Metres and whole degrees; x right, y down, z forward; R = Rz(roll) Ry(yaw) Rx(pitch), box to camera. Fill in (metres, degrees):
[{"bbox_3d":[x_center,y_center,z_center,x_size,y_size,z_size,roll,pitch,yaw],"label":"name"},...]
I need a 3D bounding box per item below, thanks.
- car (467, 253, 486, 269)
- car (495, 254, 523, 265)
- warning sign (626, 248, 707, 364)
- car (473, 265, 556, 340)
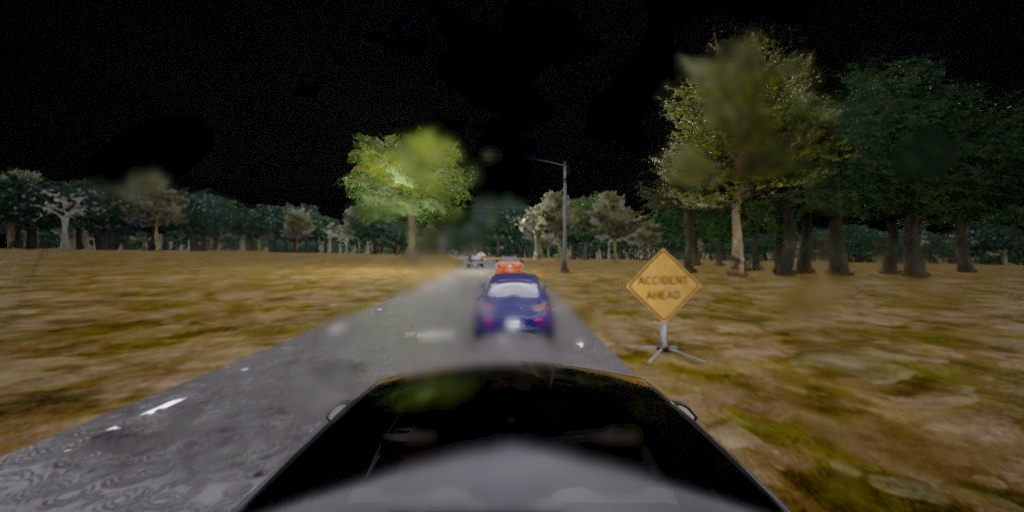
[{"bbox_3d":[-4.172,0.650,41.279,1.812,1.442,4.674,0,1,-4],"label":"car"},{"bbox_3d":[-0.238,0.686,27.683,2.097,1.767,4.553,0,1,-2],"label":"car"},{"bbox_3d":[2.647,0.791,6.250,1.300,1.860,1.060,0,0,0],"label":"warning sign"},{"bbox_3d":[0.073,1.149,9.424,1.812,1.442,4.674,0,1,1],"label":"car"}]
